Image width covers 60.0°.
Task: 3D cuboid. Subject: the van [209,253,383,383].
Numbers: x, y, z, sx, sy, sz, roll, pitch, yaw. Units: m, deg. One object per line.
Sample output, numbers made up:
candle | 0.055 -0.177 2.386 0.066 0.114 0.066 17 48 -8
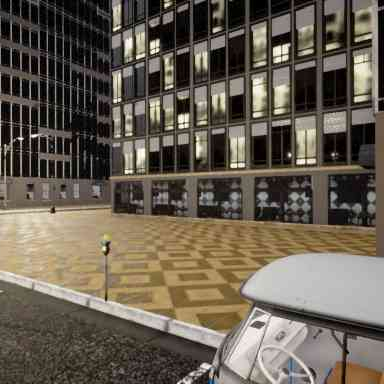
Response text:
van | 1.900 1.341 1.523 3.998 1.788 1.690 0 0 35
